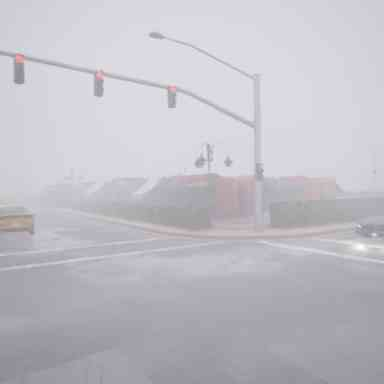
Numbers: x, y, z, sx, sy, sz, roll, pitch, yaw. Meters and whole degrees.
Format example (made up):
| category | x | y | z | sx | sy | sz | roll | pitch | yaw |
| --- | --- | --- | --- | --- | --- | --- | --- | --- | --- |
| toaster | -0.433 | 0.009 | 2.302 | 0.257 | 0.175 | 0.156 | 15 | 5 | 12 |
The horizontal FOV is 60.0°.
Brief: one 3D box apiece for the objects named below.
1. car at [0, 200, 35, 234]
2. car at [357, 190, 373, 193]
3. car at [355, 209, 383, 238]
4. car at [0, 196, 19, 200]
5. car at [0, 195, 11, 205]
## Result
| category | x | y | z | sx | sy | sz | roll | pitch | yaw |
| --- | --- | --- | --- | --- | --- | --- | --- | --- | --- |
| car | -9.837 | 1.413 | 17.998 | 1.882 | 1.535 | 5.008 | -1 | 0 | -34 |
| car | 28.197 | 0.581 | 54.962 | 1.932 | 1.855 | 4.605 | -1 | 1 | -35 |
| car | 9.617 | 1.332 | 15.127 | 5.357 | 1.411 | 2.033 | -1 | 1 | -35 |
| car | -24.410 | 1.345 | 44.972 | 1.812 | 1.442 | 4.674 | -1 | 1 | -35 |
| car | -30.406 | 1.318 | 53.363 | 1.812 | 1.442 | 4.674 | -1 | 1 | -35 |
